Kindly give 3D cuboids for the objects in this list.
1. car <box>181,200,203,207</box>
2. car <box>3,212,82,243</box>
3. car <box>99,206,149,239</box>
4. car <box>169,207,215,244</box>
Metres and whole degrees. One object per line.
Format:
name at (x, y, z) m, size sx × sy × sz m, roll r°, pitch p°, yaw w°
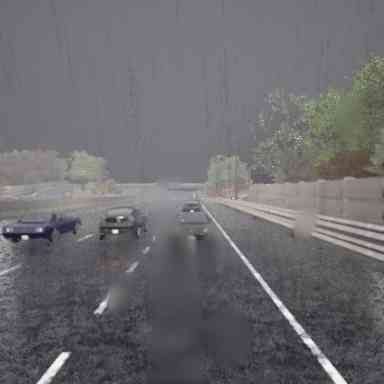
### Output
car at (-0.002, 1.519, 33.167) m, size 1.837 × 1.490 × 4.892 m, roll 0°, pitch 0°, yaw 0°
car at (-6.899, 1.598, 15.988) m, size 1.895 × 1.301 × 4.718 m, roll 0°, pitch 0°, yaw 0°
car at (-3.400, 1.503, 17.164) m, size 1.837 × 1.490 × 4.892 m, roll 0°, pitch 0°, yaw 0°
car at (0.000, 1.598, 15.652) m, size 1.895 × 1.301 × 4.718 m, roll 0°, pitch 0°, yaw 0°
